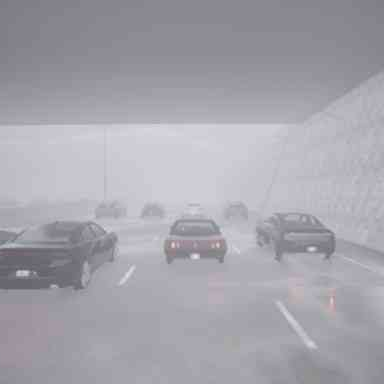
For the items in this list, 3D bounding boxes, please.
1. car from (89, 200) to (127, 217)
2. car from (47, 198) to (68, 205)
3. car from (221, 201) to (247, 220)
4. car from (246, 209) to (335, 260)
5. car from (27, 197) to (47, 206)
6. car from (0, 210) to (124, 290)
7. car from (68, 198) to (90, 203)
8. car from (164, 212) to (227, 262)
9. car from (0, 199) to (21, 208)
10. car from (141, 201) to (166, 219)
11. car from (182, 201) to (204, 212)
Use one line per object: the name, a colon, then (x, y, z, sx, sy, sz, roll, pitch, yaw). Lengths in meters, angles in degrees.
car: (-6.881, 1.525, 28.694, 2.128, 1.511, 4.902, 0, 0, 0)
car: (-21.002, 1.626, 53.359, 1.994, 1.385, 4.181, 0, 0, 1)
car: (3.620, 1.525, 28.693, 2.128, 1.511, 4.902, 0, 0, 0)
car: (3.602, 1.506, 12.404, 2.128, 1.511, 4.902, 0, 0, 0)
car: (-24.499, 1.565, 53.225, 1.837, 1.490, 4.892, 0, 0, 1)
car: (-3.399, 1.488, 9.165, 1.882, 1.535, 5.008, 0, 0, 0)
car: (-17.501, 1.609, 53.427, 2.033, 1.411, 5.357, 0, 0, 1)
car: (0.102, 1.615, 12.076, 1.895, 1.301, 4.718, 0, 0, 0)
car: (-28.014, 1.659, 50.379, 1.895, 1.301, 4.718, 0, 0, 1)
car: (-3.393, 1.560, 29.729, 1.812, 1.442, 4.674, 0, 0, 0)
car: (0.107, 1.560, 29.723, 1.812, 1.442, 4.674, 0, 0, 0)
